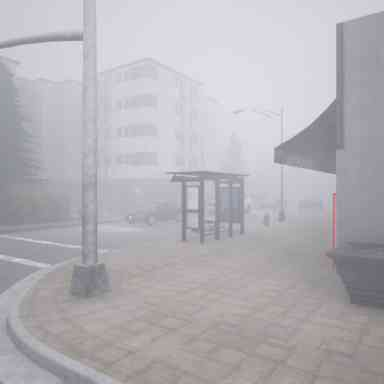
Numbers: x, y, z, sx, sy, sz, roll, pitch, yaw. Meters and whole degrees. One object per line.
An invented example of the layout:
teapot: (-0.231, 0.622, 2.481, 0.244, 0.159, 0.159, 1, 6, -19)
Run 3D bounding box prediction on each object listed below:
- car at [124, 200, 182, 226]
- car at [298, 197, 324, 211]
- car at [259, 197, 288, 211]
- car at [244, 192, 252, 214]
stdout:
car: (-2.339, 1.333, 22.187, 1.837, 1.490, 4.892, 0, 0, 36)
car: (13.720, 1.332, 38.215, 1.837, 1.490, 4.892, 0, 0, 36)
car: (9.489, 1.306, 38.585, 1.882, 1.535, 5.008, 0, 0, 36)
car: (3.546, 1.050, 30.370, 2.150, 2.045, 5.566, 0, 0, 36)
